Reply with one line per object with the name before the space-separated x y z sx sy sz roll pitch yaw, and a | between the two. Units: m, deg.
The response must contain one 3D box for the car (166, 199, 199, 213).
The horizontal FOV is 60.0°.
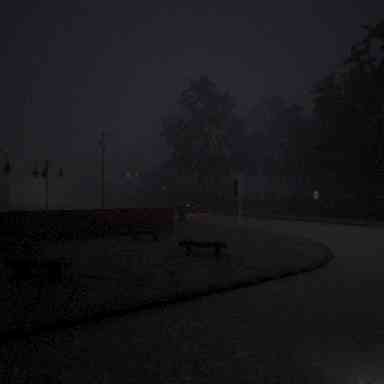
car | -1.109 1.525 35.724 1.812 1.442 4.674 0 0 -35
